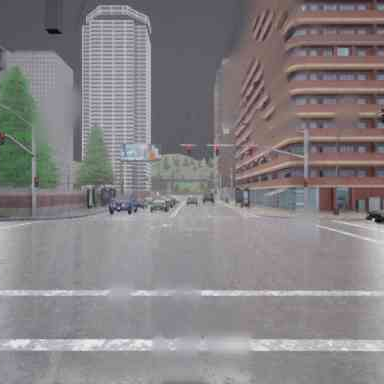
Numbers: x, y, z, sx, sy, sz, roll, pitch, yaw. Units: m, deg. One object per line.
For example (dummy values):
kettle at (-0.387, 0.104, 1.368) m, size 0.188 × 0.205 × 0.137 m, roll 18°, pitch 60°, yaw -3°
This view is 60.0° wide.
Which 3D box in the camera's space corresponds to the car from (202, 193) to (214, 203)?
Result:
car at (3.405, 1.221, 68.668) m, size 2.150 × 2.045 × 5.566 m, roll 0°, pitch 0°, yaw 0°

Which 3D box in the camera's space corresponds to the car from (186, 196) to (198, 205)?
car at (0.019, 1.547, 58.303) m, size 2.033 × 1.411 × 5.357 m, roll 0°, pitch 0°, yaw 0°

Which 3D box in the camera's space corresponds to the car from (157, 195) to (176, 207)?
car at (-3.658, 1.526, 47.343) m, size 1.812 × 1.442 × 4.674 m, roll 0°, pitch 0°, yaw 0°

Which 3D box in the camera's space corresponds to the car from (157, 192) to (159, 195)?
car at (-7.134, 1.352, 64.775) m, size 2.097 × 1.767 × 4.553 m, roll 0°, pitch 0°, yaw 0°

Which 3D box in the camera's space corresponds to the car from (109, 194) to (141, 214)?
car at (-7.150, 1.222, 35.187) m, size 2.150 × 2.045 × 5.566 m, roll 0°, pitch 0°, yaw 0°

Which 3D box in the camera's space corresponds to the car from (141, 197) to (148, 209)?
car at (-7.163, 1.547, 45.437) m, size 2.033 × 1.411 × 5.357 m, roll 0°, pitch 0°, yaw 0°

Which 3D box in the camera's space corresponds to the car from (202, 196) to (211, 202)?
car at (3.391, 1.576, 78.236) m, size 1.895 × 1.301 × 4.718 m, roll 0°, pitch 0°, yaw 0°

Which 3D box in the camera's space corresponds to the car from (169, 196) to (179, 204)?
car at (-3.615, 1.526, 67.010) m, size 1.812 × 1.442 × 4.674 m, roll 0°, pitch 0°, yaw 0°

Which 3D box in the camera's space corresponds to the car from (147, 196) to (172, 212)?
car at (-3.651, 1.526, 38.247) m, size 1.812 × 1.442 × 4.674 m, roll 0°, pitch 0°, yaw 0°

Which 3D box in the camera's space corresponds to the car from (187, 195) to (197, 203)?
car at (0.003, 1.477, 69.905) m, size 1.882 × 1.535 × 5.008 m, roll 0°, pitch 0°, yaw 0°

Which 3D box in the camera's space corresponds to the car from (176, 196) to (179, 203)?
car at (-3.663, 1.547, 57.054) m, size 2.033 × 1.411 × 5.357 m, roll 0°, pitch 0°, yaw 0°

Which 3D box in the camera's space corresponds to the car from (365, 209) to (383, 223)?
car at (15.000, 1.492, 23.239) m, size 5.357 × 1.411 × 2.033 m, roll 0°, pitch 0°, yaw -12°
